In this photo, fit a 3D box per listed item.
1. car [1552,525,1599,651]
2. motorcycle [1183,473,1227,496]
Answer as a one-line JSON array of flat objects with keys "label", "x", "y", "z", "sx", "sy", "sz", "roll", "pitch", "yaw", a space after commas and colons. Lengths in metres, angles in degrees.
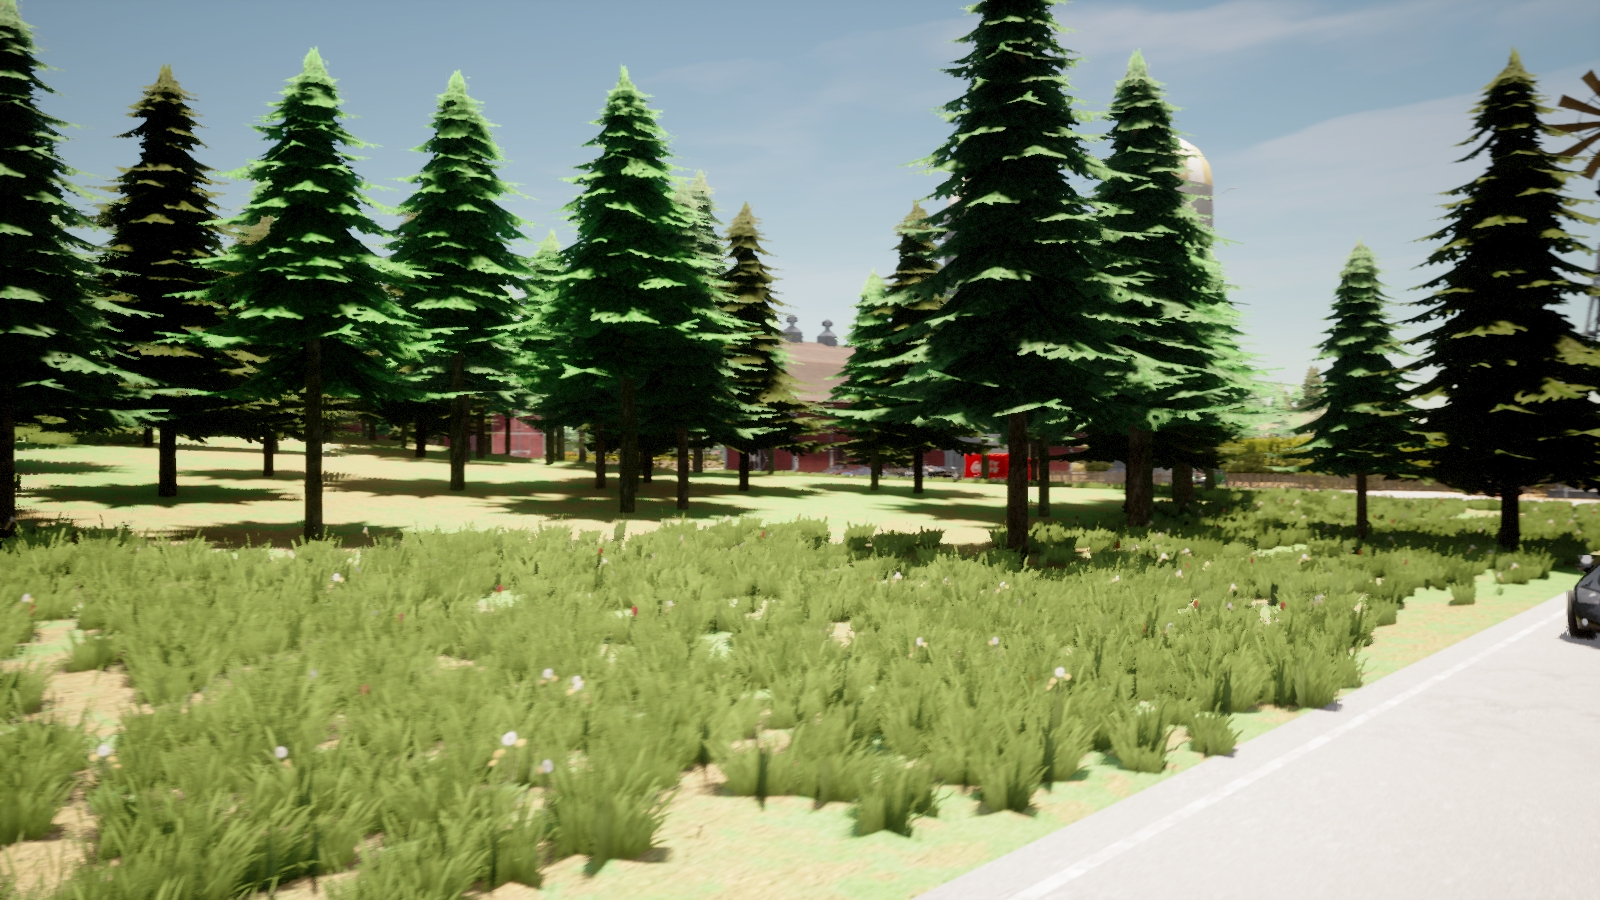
[{"label": "car", "x": 13.222, "y": 2.043, "z": 17.486, "sx": 2.038, "sy": 1.542, "sz": 4.974, "roll": 0, "pitch": 0, "yaw": 43}, {"label": "motorcycle", "x": 24.198, "y": 2.067, "z": 68.335, "sx": 2.356, "sy": 1.277, "sz": 0.764, "roll": 0, "pitch": 0, "yaw": 44}]
